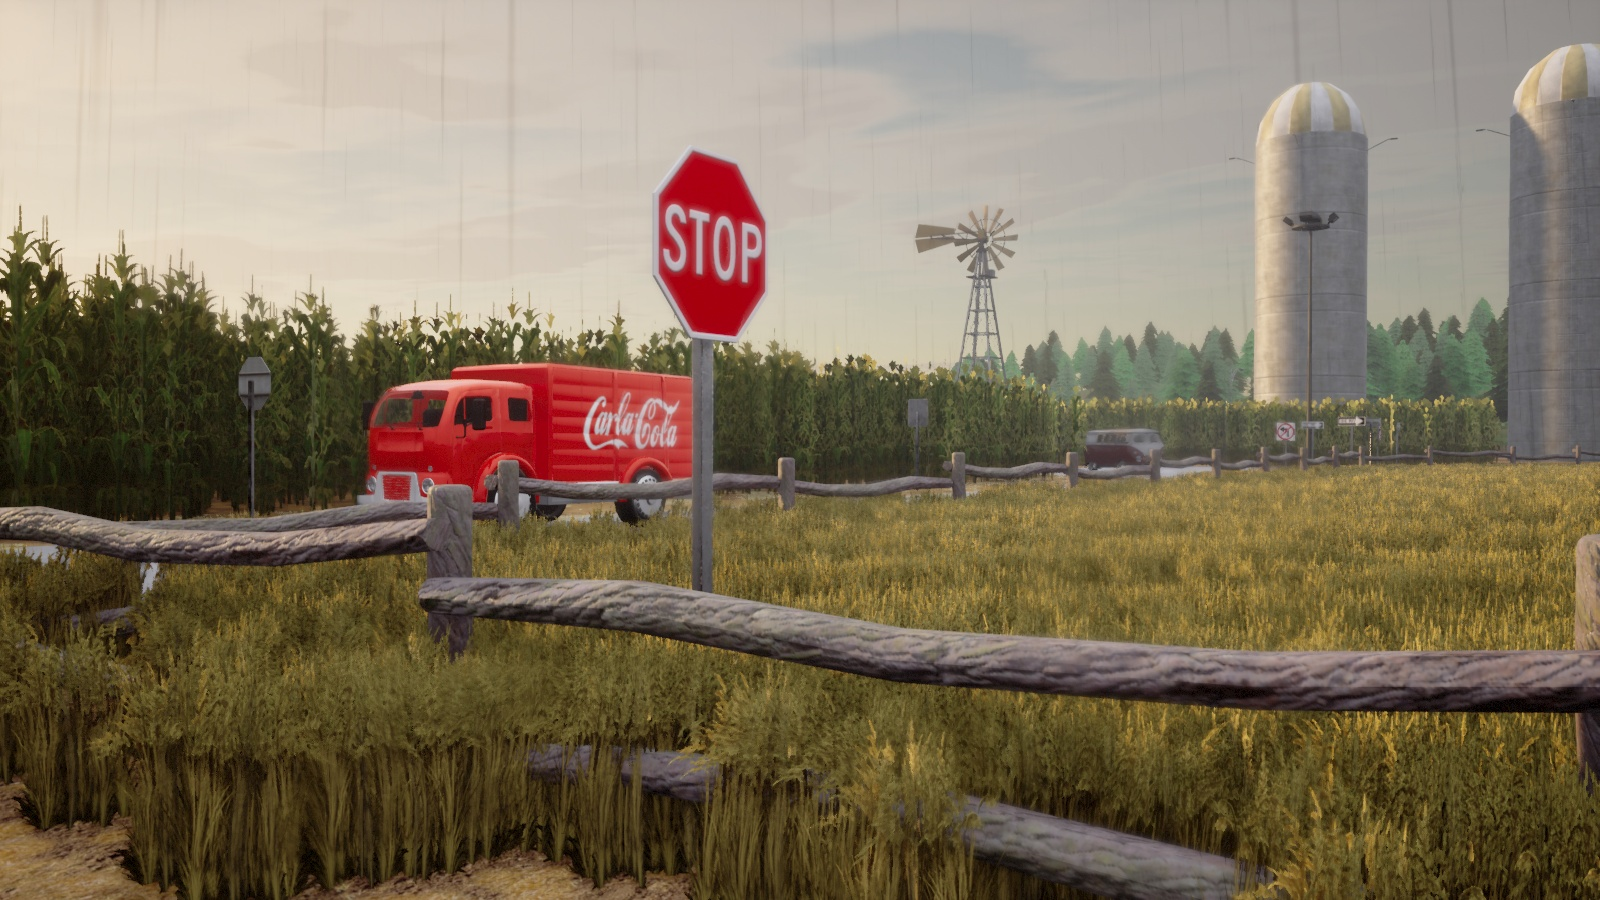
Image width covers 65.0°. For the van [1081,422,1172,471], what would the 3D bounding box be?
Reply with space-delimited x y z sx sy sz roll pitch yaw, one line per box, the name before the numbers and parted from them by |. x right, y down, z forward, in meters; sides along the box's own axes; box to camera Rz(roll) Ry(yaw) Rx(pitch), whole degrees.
van | 13.900 -0.164 53.732 1.775 1.987 4.442 -1 1 -15

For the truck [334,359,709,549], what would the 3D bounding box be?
truck | -4.044 0.039 19.206 2.627 2.467 5.204 -1 0 34
